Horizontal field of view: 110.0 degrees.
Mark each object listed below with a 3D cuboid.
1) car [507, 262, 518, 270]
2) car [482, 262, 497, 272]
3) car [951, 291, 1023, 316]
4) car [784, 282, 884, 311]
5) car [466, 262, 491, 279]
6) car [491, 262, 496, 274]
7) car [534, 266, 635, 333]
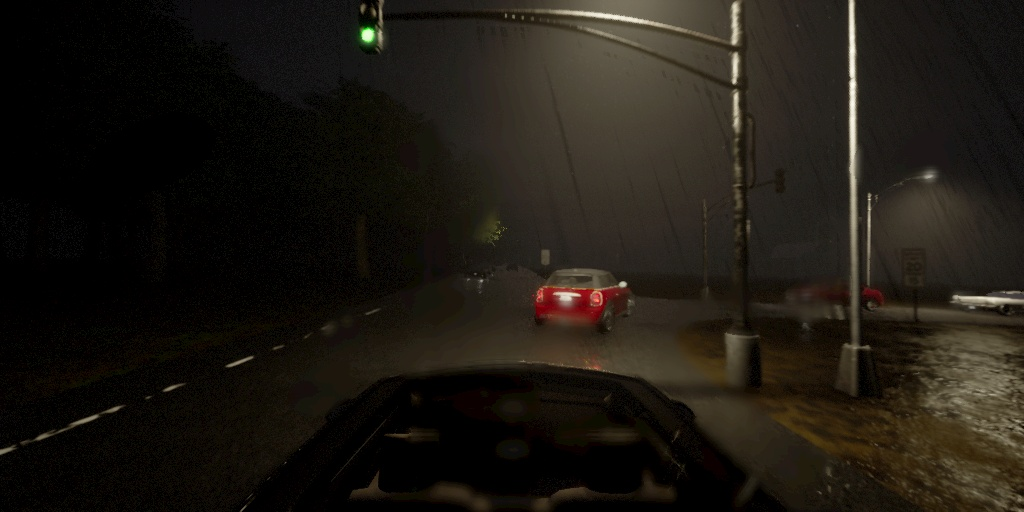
[{"bbox_3d":[0.066,1.792,64.211,2.128,1.511,4.902,0,-1,0],"label":"car"},{"bbox_3d":[-3.530,1.718,56.988,2.128,1.511,4.902,0,-1,0],"label":"car"},{"bbox_3d":[27.502,2.594,19.719,4.718,1.301,1.895,2,-1,0],"label":"car"},{"bbox_3d":[17.624,2.161,19.697,4.674,1.442,1.812,2,-1,-1],"label":"car"},{"bbox_3d":[-3.597,1.606,37.257,1.994,1.385,4.181,0,0,1],"label":"car"},{"bbox_3d":[-3.577,1.674,46.669,2.033,1.411,5.357,0,-1,1],"label":"car"},{"bbox_3d":[2.475,1.196,11.465,2.097,1.767,4.553,0,-1,28],"label":"car"}]
